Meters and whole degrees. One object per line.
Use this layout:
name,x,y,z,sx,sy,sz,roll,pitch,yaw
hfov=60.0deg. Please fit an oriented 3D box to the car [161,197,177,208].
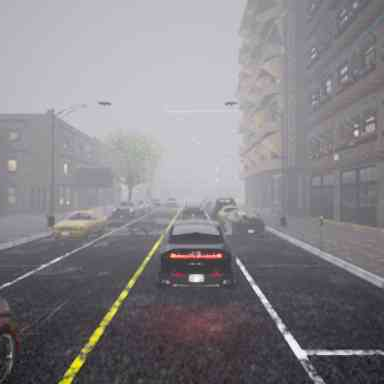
car,-2.998,1.547,48.757,1.882,1.535,5.008,0,0,0

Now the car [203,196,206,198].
car,2.706,1.625,45.880,1.947,1.339,4.313,1,0,0

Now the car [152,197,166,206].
car,-5.640,1.628,57.196,2.008,1.369,4.403,1,0,0

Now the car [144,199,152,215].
car,-5.640,1.483,34.449,1.967,1.590,4.097,1,0,0

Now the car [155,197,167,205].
car,-5.810,1.612,62.713,1.752,1.417,4.829,1,0,0

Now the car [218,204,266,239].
car,2.704,1.571,17.446,2.008,1.369,4.403,1,0,0

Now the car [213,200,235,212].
car,2.705,1.553,23.303,1.752,1.417,4.829,1,0,0

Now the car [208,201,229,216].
car,2.705,1.625,34.507,1.802,1.307,4.206,1,0,0

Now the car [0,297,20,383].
car,-3.100,1.567,2.381,1.994,1.385,4.181,0,0,0

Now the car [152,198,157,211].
car,-5.642,1.633,40.135,1.802,1.307,4.206,1,0,0

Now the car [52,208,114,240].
car,-5.642,1.546,17.219,1.752,1.417,4.829,1,0,0

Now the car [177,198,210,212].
car,0.101,1.524,27.145,2.128,1.511,4.902,0,0,0

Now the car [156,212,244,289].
car,0.099,1.516,9.207,1.837,1.490,4.892,0,0,0

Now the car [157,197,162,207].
car,-5.641,1.634,51.508,1.947,1.339,4.313,1,0,0

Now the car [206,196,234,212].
car,2.709,1.350,28.821,2.192,1.841,5.009,1,0,0

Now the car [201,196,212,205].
car,2.756,1.527,62.937,1.967,1.590,4.097,1,0,0

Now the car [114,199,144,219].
car,-5.640,1.475,28.761,1.967,1.590,4.097,1,0,0
